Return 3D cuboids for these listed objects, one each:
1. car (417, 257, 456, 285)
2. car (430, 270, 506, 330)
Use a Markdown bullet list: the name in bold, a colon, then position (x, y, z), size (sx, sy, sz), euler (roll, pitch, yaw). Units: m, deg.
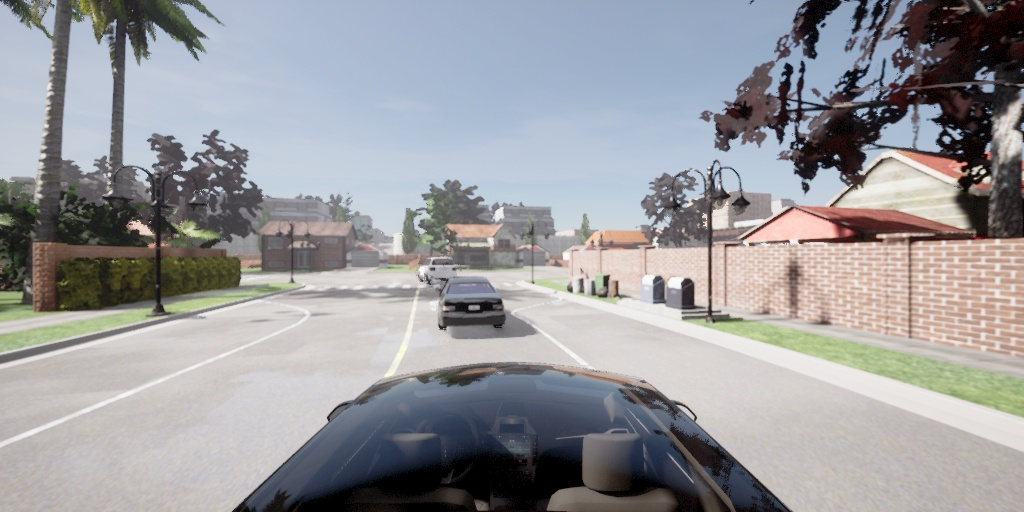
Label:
- **car**: position (-6.036, 1.149, 28.529), size (2.150, 2.045, 5.566), euler (1, -1, -24)
- **car**: position (-1.437, 1.357, 11.462), size (2.033, 1.411, 5.357), euler (0, 0, -11)
